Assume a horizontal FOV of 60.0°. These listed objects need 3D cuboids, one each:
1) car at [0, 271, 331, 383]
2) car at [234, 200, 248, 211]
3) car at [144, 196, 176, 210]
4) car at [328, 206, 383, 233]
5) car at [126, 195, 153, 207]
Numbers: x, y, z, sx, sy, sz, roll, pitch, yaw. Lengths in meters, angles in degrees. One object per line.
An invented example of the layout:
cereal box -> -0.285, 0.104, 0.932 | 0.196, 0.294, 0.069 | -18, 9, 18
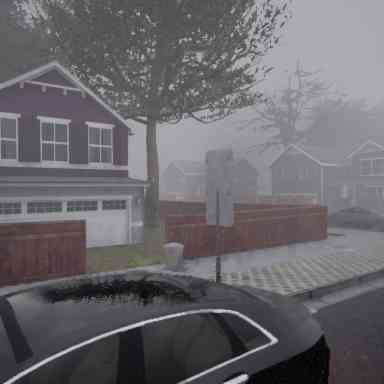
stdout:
car -> -0.958, 1.505, 2.399 | 4.892, 1.490, 1.837 | 0, 0, -36
car -> 3.886, 1.436, 28.146 | 1.837, 1.490, 4.892 | -1, 1, -36
car -> -3.589, 1.364, 38.376 | 1.882, 1.535, 5.008 | -1, 1, -36
car -> 10.198, 1.539, 19.514 | 1.994, 1.385, 4.181 | -1, 1, -37
car -> -7.834, 1.307, 49.061 | 1.882, 1.535, 5.008 | -1, 1, -36
